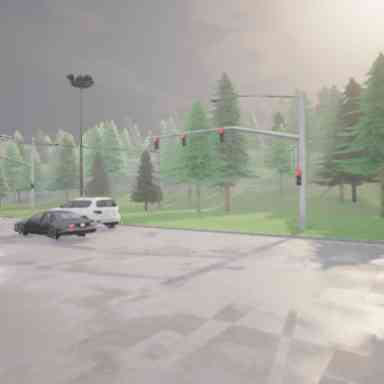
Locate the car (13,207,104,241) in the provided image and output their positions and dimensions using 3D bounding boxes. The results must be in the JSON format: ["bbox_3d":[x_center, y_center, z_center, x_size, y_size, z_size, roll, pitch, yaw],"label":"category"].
[{"bbox_3d":[-7.439,1.707,17.876,5.357,1.411,2.033,-1,0,35],"label":"car"}]

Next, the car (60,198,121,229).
[{"bbox_3d":[-7.162,1.402,21.971,5.566,2.045,2.150,-1,0,35],"label":"car"}]
